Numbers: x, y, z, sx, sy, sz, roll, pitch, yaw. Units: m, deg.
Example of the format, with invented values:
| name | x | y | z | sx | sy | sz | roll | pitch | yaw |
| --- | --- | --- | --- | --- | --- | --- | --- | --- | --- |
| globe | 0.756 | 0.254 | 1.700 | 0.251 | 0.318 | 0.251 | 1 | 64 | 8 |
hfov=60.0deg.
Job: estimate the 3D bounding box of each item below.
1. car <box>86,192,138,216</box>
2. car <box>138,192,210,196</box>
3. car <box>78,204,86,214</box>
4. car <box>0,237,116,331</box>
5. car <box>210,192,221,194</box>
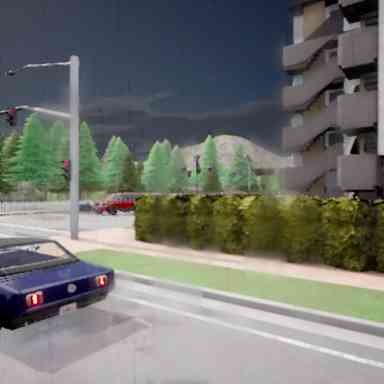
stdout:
| name | x | y | z | sx | sy | sz | roll | pitch | yaw |
| --- | --- | --- | --- | --- | --- | --- | --- | --- | --- |
| car | -6.718 | 1.061 | 31.356 | 2.150 | 2.045 | 5.566 | 0 | 0 | 38 |
| car | -1.293 | 1.100 | 26.721 | 2.150 | 2.045 | 5.566 | 0 | 0 | 39 |
| car | -9.705 | 1.422 | 33.214 | 1.895 | 1.301 | 4.718 | 0 | 0 | 38 |
| car | -3.782 | 1.559 | 6.565 | 4.718 | 1.301 | 1.895 | 0 | 0 | 35 |
| car | 2.407 | 1.039 | 48.752 | 2.150 | 2.045 | 5.566 | 0 | 0 | 38 |
